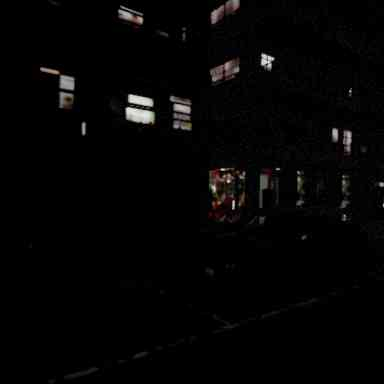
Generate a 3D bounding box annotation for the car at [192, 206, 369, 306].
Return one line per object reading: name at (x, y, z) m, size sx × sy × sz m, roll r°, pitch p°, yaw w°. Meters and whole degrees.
car at (2.416, 1.316, 8.261) m, size 5.009 × 1.841 × 2.192 m, roll 0°, pitch 1°, yaw -35°
